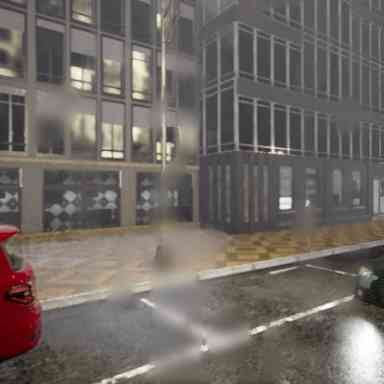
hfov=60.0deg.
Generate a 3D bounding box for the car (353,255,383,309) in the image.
[{"bbox_3d":[5.128,1.546,6.700,4.181,1.385,1.994,0,0,-35],"label":"car"}]

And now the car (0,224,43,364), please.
[{"bbox_3d":[-4.126,1.318,3.160,5.009,1.841,2.192,0,0,-36],"label":"car"}]
